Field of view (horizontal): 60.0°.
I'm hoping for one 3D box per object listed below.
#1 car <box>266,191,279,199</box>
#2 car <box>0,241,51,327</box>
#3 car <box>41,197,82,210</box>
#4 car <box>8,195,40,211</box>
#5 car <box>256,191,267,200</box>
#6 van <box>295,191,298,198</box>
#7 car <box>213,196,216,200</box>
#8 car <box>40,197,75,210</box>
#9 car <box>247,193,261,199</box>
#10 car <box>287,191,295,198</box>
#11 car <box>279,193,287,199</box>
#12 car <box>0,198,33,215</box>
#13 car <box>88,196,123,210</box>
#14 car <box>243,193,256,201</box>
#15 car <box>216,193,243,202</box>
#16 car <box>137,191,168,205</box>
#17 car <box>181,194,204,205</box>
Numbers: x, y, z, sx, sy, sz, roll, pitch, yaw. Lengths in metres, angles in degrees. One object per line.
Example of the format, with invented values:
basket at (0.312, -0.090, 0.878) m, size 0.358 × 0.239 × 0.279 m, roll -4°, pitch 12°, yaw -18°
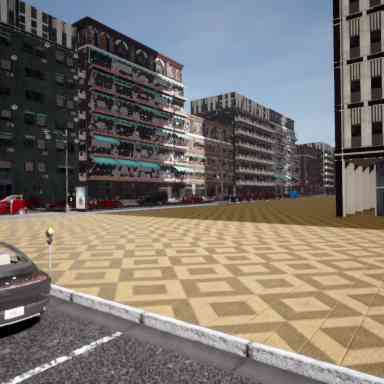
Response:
car at (16.419, 0.740, 72.664) m, size 2.192 × 1.841 × 5.009 m, roll -1°, pitch 0°, yaw 36°
car at (-4.392, 1.553, 6.199) m, size 4.403 × 1.369 × 2.008 m, roll 0°, pitch -1°, yaw 36°
car at (-16.372, 1.415, 41.842) m, size 1.887 × 1.381 × 4.507 m, roll -1°, pitch 0°, yaw 36°
car at (-19.627, 1.228, 37.372) m, size 2.192 × 1.841 × 5.009 m, roll -1°, pitch 0°, yaw 36°
car at (13.169, 1.046, 68.194) m, size 1.802 × 1.307 × 4.206 m, roll -1°, pitch 0°, yaw 36°
van at (26.177, 0.654, 86.072) m, size 1.690 × 1.788 × 3.998 m, roll -1°, pitch 0°, yaw 36°
car at (6.393, 1.028, 73.126) m, size 1.967 × 1.590 × 4.097 m, roll -1°, pitch 0°, yaw 36°
car at (-15.001, 1.367, 39.337) m, size 1.812 × 1.442 × 4.674 m, roll -1°, pitch 0°, yaw 36°
car at (16.152, 1.040, 86.534) m, size 1.947 × 1.339 × 4.313 m, roll -1°, pitch 0°, yaw 36°
car at (22.927, 0.932, 81.603) m, size 1.802 × 1.307 × 4.206 m, roll -1°, pitch 0°, yaw 36°
car at (19.674, 0.938, 77.133) m, size 2.008 × 1.369 × 4.403 m, roll -1°, pitch 0°, yaw 36°
car at (-16.102, 1.413, 27.970) m, size 1.802 × 1.307 × 4.206 m, roll -1°, pitch 0°, yaw 36°
car at (-9.598, 1.186, 36.909) m, size 1.967 × 1.590 × 4.097 m, roll -1°, pitch 0°, yaw 36°
car at (9.917, 1.048, 63.725) m, size 1.887 × 1.381 × 4.507 m, roll -1°, pitch 0°, yaw 36°
car at (6.664, 1.093, 59.256) m, size 2.008 × 1.369 × 4.403 m, roll -1°, pitch 0°, yaw 36°
car at (-6.050, 0.937, 51.613) m, size 2.150 × 2.045 × 5.566 m, roll -1°, pitch 1°, yaw 36°
car at (0.158, 1.062, 50.317) m, size 1.967 × 1.590 × 4.097 m, roll -1°, pitch 0°, yaw 36°
